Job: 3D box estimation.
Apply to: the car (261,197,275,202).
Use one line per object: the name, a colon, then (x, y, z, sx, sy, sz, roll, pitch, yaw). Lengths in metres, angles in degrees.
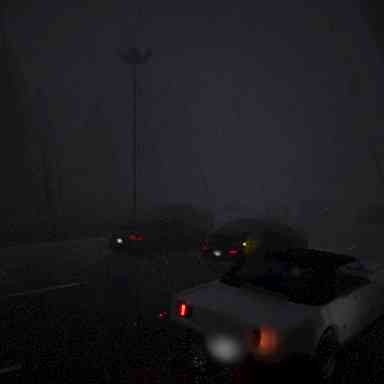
car: (19.042, 1.884, 81.942, 1.895, 1.301, 4.718, 0, 0, 0)

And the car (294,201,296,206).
car: (20.342, 1.844, 61.185, 1.812, 1.442, 4.674, 0, 0, 0)

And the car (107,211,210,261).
car: (-1.114, 1.648, 12.844, 1.994, 1.385, 4.181, 0, 0, 43)

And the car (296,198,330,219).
car: (11.499, 1.514, 31.538, 2.097, 1.767, 4.553, 0, 0, 10)

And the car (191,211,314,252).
car: (2.266, 1.591, 11.339, 1.812, 1.442, 4.674, 0, 0, 42)

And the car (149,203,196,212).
car: (-0.678, 1.472, 18.926, 2.097, 1.767, 4.553, -1, -1, 36)

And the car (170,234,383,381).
car: (2.002, 1.632, 5.586, 4.718, 1.301, 1.895, 0, 0, -43)

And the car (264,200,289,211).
car: (8.327, 1.780, 32.814, 1.895, 1.301, 4.718, 0, 0, 9)

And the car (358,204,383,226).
car: (13.608, 1.591, 24.531, 1.882, 1.535, 5.008, 0, 0, 17)

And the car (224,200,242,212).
car: (5.243, 1.725, 42.470, 1.882, 1.535, 5.008, 0, -1, 0)
